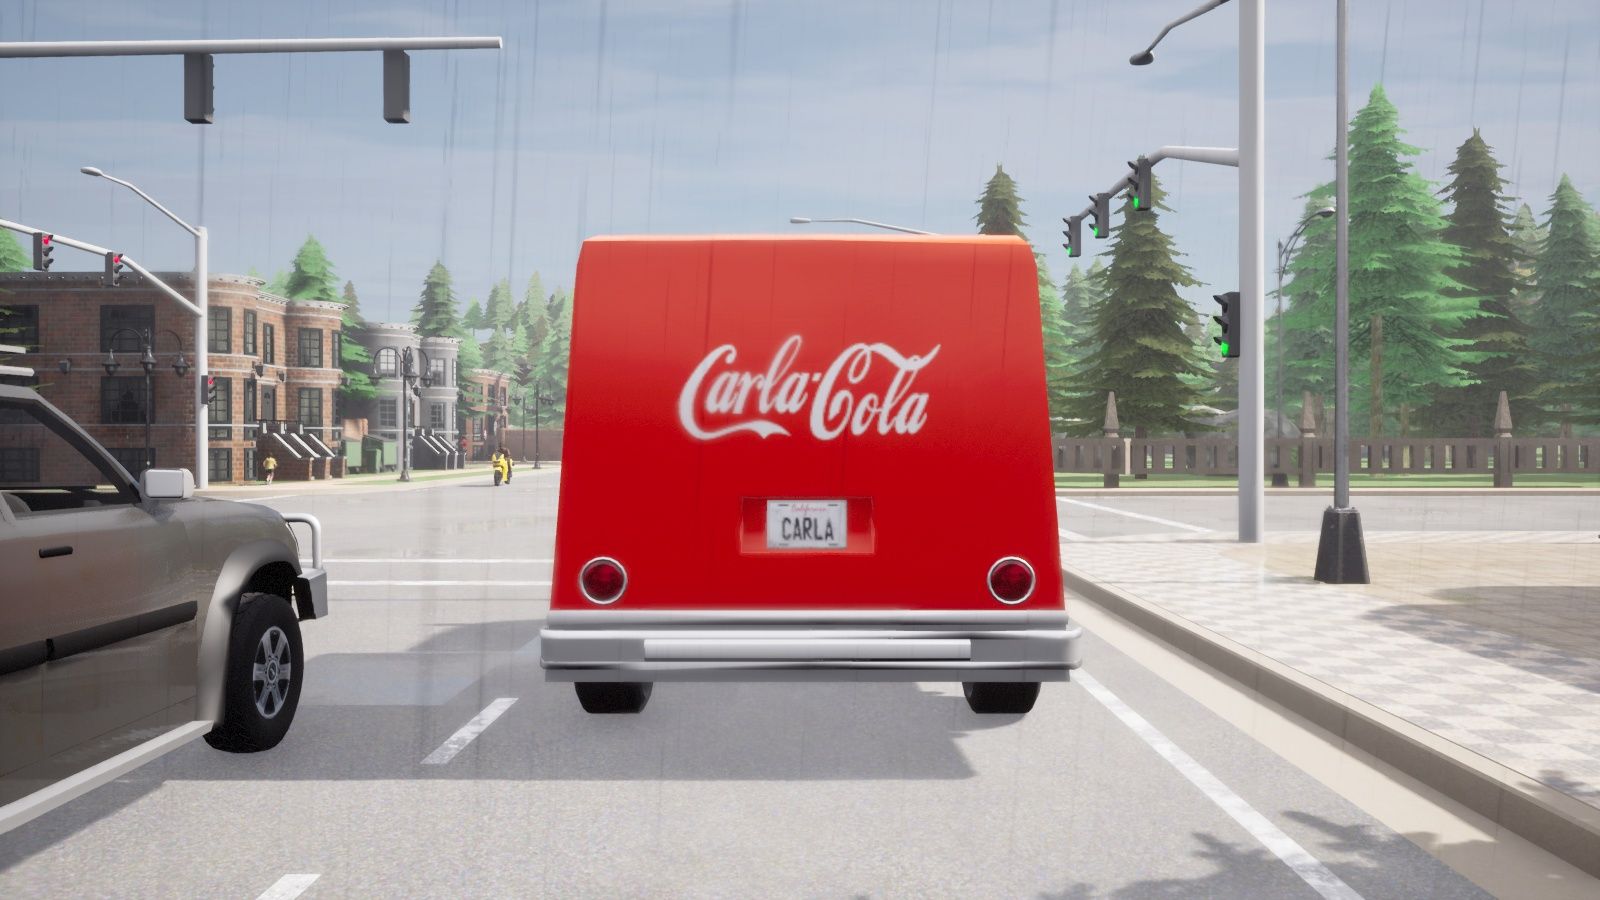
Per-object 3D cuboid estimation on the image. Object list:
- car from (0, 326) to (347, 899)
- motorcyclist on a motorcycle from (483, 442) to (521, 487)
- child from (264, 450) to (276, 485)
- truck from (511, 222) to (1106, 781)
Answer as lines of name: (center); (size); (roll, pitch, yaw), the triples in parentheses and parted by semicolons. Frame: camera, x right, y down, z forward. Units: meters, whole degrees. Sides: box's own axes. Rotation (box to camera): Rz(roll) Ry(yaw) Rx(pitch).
car: (-3.469, 0.534, 4.594); (1.932, 1.855, 4.605); (0, 0, 0)
motorcyclist on a motorcycle: (-10.318, 0.475, 43.537); (0.797, 1.523, 2.044); (0, 0, 0)
child: (-16.906, 0.544, 40.048); (0.255, 1.110, 0.394); (0, 0, -6)
truck: (0.046, 0.214, 8.158); (2.627, 2.467, 5.204); (0, 0, 0)
